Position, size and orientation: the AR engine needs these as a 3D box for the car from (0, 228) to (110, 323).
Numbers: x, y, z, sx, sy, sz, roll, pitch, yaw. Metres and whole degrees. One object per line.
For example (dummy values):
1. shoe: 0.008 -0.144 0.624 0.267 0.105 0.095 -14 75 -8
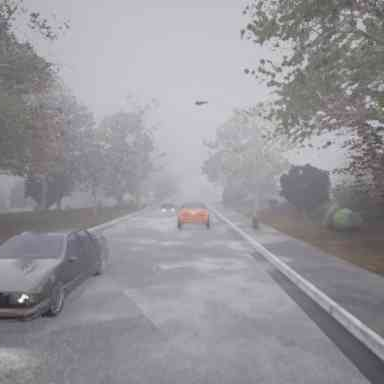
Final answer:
1. car: -3.347 1.584 7.761 2.033 1.411 5.357 0 0 0

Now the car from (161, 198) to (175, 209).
1. car: -3.326 1.628 47.960 2.033 1.411 5.357 0 0 0

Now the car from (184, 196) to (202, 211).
1. car: 0.114 1.428 41.960 2.097 1.767 4.553 0 0 0

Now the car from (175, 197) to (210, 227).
1. car: 0.108 1.411 23.542 2.097 1.767 4.553 0 0 0
